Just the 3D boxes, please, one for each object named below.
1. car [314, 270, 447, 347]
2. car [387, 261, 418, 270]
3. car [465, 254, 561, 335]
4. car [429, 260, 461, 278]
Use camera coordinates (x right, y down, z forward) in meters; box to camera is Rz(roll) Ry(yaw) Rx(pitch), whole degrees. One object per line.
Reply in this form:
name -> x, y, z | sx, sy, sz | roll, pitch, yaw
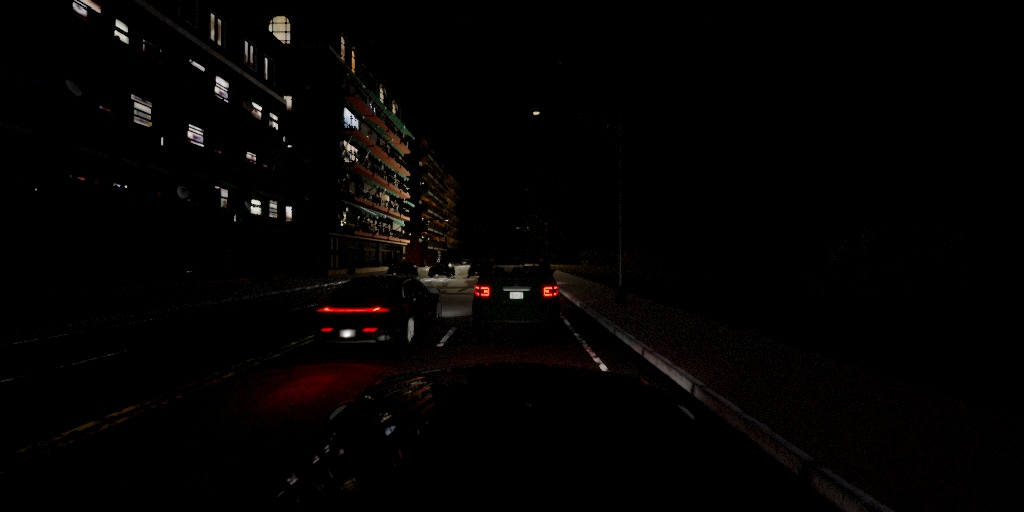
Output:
car -> -3.131, 1.253, 9.255 | 1.837, 1.490, 4.892 | 0, -1, 0
car -> -9.768, 1.256, 32.253 | 1.837, 1.490, 4.892 | 0, 0, 0
car -> 0.118, 0.973, 10.704 | 2.150, 2.045, 5.566 | 0, 0, 0
car -> -6.510, 1.299, 33.768 | 2.033, 1.411, 5.357 | 0, 0, 0
